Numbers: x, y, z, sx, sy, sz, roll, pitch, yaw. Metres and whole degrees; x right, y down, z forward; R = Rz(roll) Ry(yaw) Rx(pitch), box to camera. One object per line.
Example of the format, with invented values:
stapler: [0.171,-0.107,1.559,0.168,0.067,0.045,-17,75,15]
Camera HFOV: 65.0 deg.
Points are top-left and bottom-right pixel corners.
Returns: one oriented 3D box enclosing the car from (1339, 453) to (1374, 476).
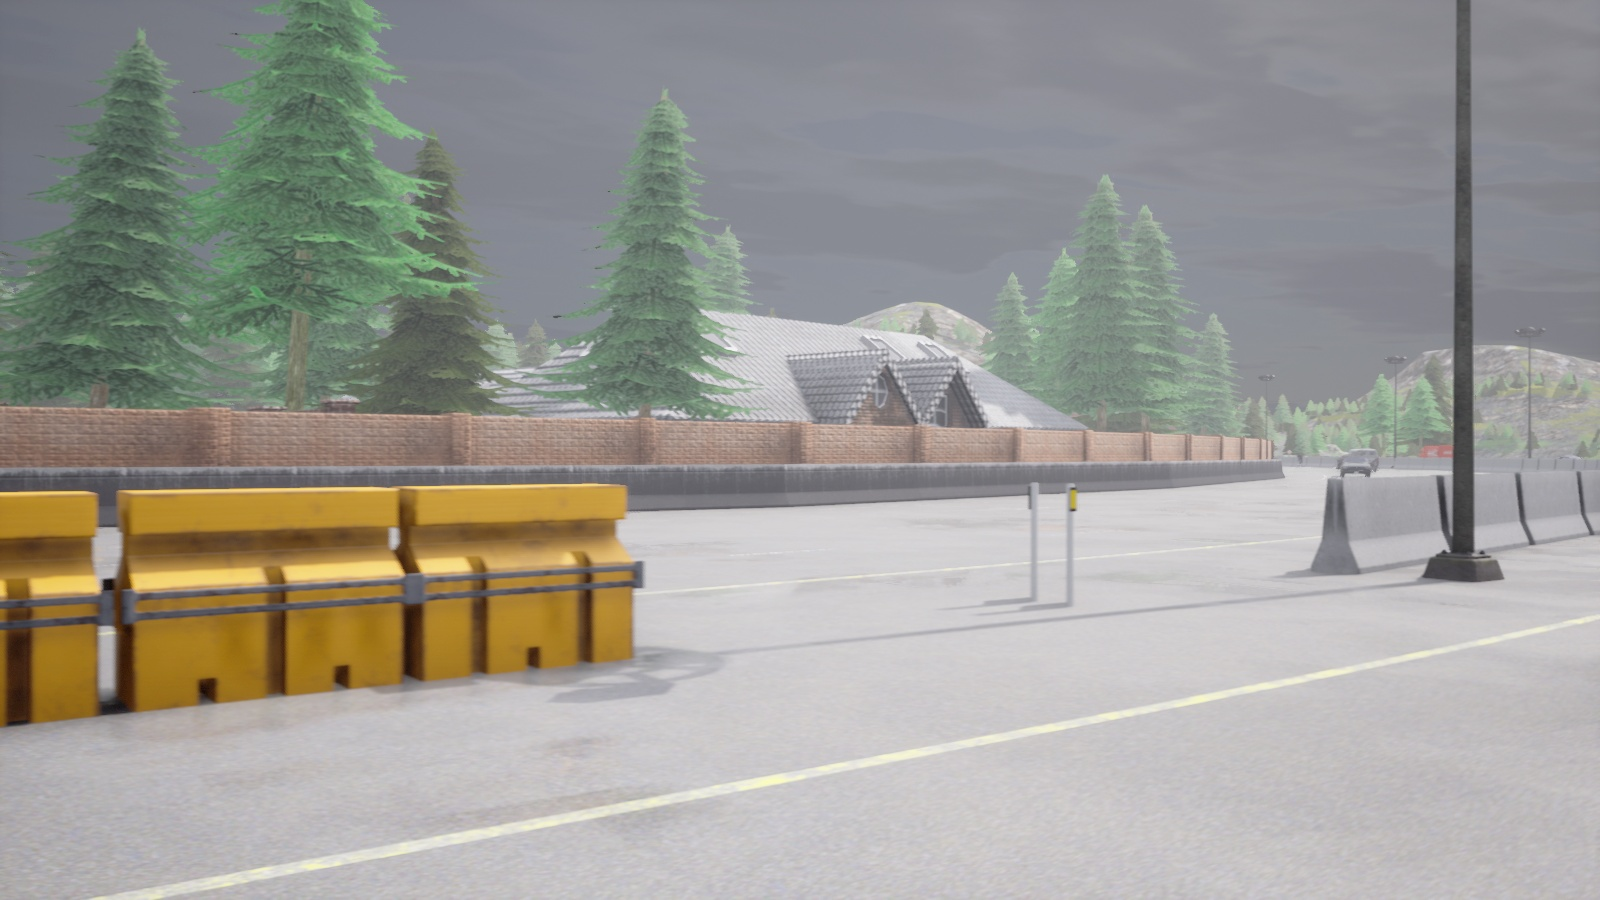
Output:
car: [36.694,0.934,82.893,2.033,1.411,5.357,0,0,23]
